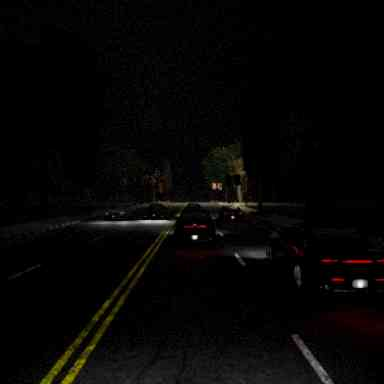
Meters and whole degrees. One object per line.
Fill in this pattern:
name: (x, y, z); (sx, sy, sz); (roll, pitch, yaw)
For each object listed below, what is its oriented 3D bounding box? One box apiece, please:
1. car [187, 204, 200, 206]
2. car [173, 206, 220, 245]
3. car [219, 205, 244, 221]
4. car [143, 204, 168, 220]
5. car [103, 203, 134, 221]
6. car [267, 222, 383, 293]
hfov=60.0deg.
car: (0.162, 1.823, 32.055); (1.994, 1.385, 4.181); (0, 0, 0)
car: (0.129, 1.628, 16.163); (1.837, 1.490, 4.892); (0, 0, 0)
car: (3.408, 1.843, 29.893); (1.895, 1.301, 4.718); (0, 0, 0)
car: (-3.285, 1.809, 30.603); (1.994, 1.385, 4.181); (0, 0, 0)
car: (-6.537, 1.764, 30.016); (1.812, 1.442, 4.674); (0, -1, 0)
car: (3.353, 1.574, 9.027); (1.837, 1.490, 4.892); (0, 0, 0)
